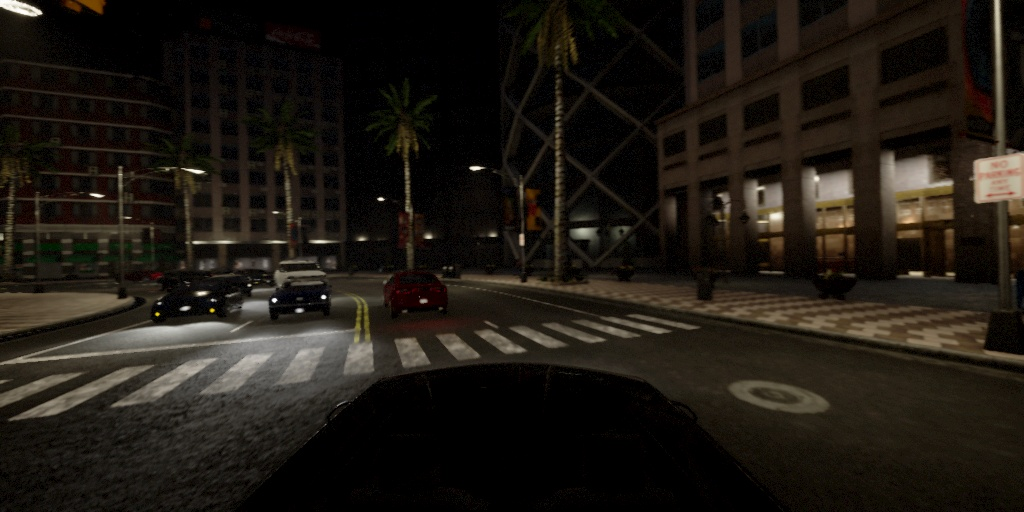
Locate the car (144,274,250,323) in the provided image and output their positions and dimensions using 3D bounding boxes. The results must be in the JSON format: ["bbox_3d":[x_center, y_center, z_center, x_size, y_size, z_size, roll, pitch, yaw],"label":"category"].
[{"bbox_3d":[-11.935,1.615,13.906,1.994,1.385,4.181,-1,0,-26],"label":"car"}]

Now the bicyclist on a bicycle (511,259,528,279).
[{"bbox_3d":[0.616,1.037,28.577,1.656,1.620,0.582,-2,0,-35],"label":"bicyclist on a bicycle"}]

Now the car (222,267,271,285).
[{"bbox_3d":[-21.132,1.788,29.179,4.892,1.490,1.837,-1,0,30],"label":"car"}]

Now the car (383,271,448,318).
[{"bbox_3d":[-3.836,1.325,13.820,1.882,1.535,5.008,-1,0,-24],"label":"car"}]

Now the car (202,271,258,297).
[{"bbox_3d":[-16.766,1.774,21.209,1.895,1.301,4.718,-1,0,-44],"label":"car"}]

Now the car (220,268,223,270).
[{"bbox_3d":[-32.957,2.074,40.986,4.902,1.511,2.128,-1,0,11],"label":"car"}]

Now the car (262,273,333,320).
[{"bbox_3d":[-8.119,1.556,14.098,1.895,1.301,4.718,-1,0,-26],"label":"car"}]

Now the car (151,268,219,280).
[{"bbox_3d":[-25.110,1.888,27.489,4.892,1.490,1.837,-1,0,26],"label":"car"}]

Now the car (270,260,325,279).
[{"bbox_3d":[-13.211,1.305,22.398,2.150,2.045,5.566,-1,0,-41],"label":"car"}]

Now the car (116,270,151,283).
[{"bbox_3d":[-43.161,2.364,41.755,4.674,1.442,1.812,-1,0,-1],"label":"car"}]
